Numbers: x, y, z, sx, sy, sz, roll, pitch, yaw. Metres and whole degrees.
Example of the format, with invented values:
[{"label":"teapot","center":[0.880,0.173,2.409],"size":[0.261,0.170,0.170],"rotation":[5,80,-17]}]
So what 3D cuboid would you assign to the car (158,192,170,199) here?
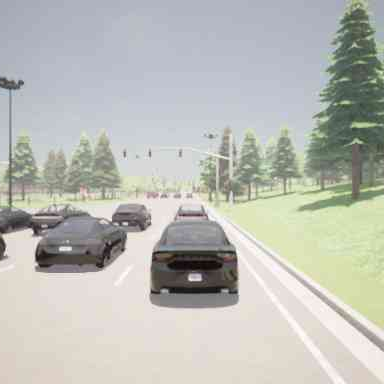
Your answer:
[{"label":"car","center":[-7.665,1.093,92.094],"size":[1.837,1.490,4.892],"rotation":[0,0,0]}]

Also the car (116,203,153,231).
[{"label":"car","center":[-3.543,1.418,19.988],"size":[1.837,1.490,4.892],"rotation":[0,0,0]}]

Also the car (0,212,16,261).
[{"label":"car","center":[-6.974,1.485,8.985],"size":[1.812,1.442,4.674],"rotation":[0,0,-1]}]

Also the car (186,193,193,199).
[{"label":"car","center":[-0.668,1.145,92.561],"size":[1.994,1.385,4.181],"rotation":[0,0,0]}]

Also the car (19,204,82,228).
[{"label":"car","center":[-7.033,1.411,18.250],"size":[2.128,1.511,4.902],"rotation":[0,0,0]}]

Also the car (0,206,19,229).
[{"label":"car","center":[-10.535,1.481,18.726],"size":[1.994,1.385,4.181],"rotation":[0,0,0]}]

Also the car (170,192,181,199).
[{"label":"car","center":[-4.165,1.118,92.119],"size":[2.128,1.511,4.902],"rotation":[0,0,0]}]

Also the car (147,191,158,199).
[{"label":"car","center":[-11.165,0.817,92.097],"size":[2.150,2.045,5.566],"rotation":[0,0,0]}]

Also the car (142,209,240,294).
[{"label":"car","center":[0.040,1.439,8.719],"size":[1.882,1.535,5.008],"rotation":[0,0,0]}]

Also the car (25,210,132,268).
[{"label":"car","center":[-3.480,1.515,11.123],"size":[1.994,1.385,4.181],"rotation":[0,0,0]}]

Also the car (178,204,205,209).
[{"label":"car","center":[-0.032,1.412,18.211],"size":[2.128,1.511,4.902],"rotation":[0,0,0]}]
